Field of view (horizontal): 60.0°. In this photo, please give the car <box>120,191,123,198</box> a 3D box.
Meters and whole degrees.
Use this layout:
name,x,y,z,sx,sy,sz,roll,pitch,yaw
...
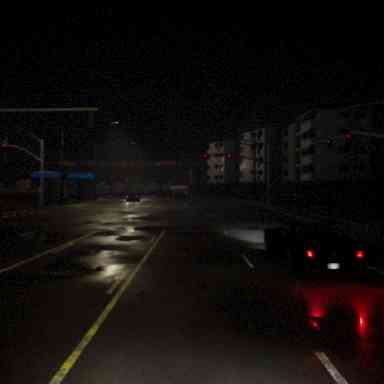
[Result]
name,x,y,z,sx,sy,sz,roll,pitch,yaw
car,-13.964,0.544,71.459,2.097,1.767,4.553,0,1,-26

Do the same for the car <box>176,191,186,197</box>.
name,x,y,z,sx,sy,sz,roll,pitch,yaw
car,-3.363,0.579,81.180,2.033,1.411,5.357,-1,1,-32

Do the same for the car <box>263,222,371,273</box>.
name,x,y,z,sx,sy,sz,roll,pitch,yaw
car,3.616,1.595,10.663,1.895,1.301,4.718,0,0,1

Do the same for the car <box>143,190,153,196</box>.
name,x,y,z,sx,sy,sz,roll,pitch,yaw
car,-12.289,0.430,87.276,1.895,1.301,4.718,-1,1,-45

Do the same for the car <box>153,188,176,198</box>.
name,x,y,z,sx,sy,sz,roll,pitch,yaw
car,-6.621,0.285,79.808,2.150,2.045,5.566,-1,1,-32

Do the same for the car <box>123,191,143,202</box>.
name,x,y,z,sx,sy,sz,roll,pitch,yaw
car,-9.943,0.776,56.312,2.097,1.767,4.553,0,1,-4

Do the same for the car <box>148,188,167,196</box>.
name,x,y,z,sx,sy,sz,roll,pitch,yaw
car,-9.369,-0.012,89.270,2.150,2.045,5.566,-1,1,-45
